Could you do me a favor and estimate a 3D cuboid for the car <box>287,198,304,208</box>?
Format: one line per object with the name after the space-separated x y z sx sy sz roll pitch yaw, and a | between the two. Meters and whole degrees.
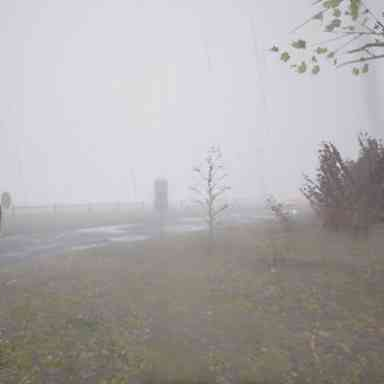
15.052 1.699 49.169 1.882 1.535 5.008 0 0 35 | car
